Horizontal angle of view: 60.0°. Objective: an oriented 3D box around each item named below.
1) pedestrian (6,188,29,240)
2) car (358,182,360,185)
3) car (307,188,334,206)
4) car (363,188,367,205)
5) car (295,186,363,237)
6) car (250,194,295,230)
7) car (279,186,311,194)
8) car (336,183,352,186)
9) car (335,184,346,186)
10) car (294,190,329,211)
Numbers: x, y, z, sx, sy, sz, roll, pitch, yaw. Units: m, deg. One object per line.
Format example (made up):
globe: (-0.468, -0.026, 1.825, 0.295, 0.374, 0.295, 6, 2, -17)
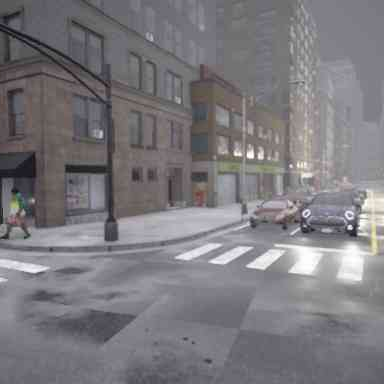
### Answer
pedestrian: (-6.140, 0.739, 11.677, 0.375, 1.860, 0.375, 1, 3, 28)
car: (38.522, -1.270, 79.978, 1.947, 1.339, 4.313, 0, 2, 28)
car: (12.019, 0.407, 30.876, 1.752, 1.417, 4.829, 0, 2, 28)
car: (10.498, 0.657, 22.616, 2.128, 1.511, 4.902, 1, 2, 28)
car: (6.157, 0.803, 14.581, 2.097, 1.767, 4.553, 1, 2, 28)
car: (4.175, 0.979, 16.344, 1.802, 1.307, 4.206, 0, 2, 28)
car: (6.813, 0.537, 21.231, 2.192, 1.841, 5.009, 0, 2, 28)
car: (22.664, -0.490, 50.600, 2.192, 1.841, 5.009, 0, 2, 28)
car: (17.383, 0.084, 40.816, 2.008, 1.369, 4.403, 0, 2, 28)
car: (9.458, 0.593, 26.132, 1.887, 1.381, 4.507, 0, 2, 28)
